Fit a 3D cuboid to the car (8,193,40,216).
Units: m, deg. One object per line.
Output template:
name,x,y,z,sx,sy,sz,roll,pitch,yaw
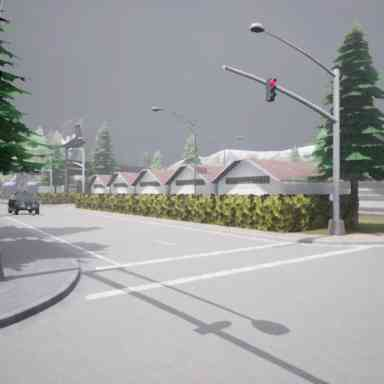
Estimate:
car,-16.716,1.112,32.996,2.150,2.045,5.566,0,0,-36
